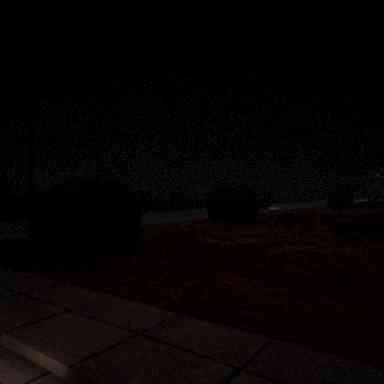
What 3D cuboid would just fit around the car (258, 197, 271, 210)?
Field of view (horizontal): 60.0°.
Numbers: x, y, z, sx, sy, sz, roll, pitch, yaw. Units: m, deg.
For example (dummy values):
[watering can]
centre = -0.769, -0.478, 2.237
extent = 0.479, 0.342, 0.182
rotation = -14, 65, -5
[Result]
[car]
centre = 8.569, 1.476, 43.362
extent = 1.837, 1.490, 4.892
rotation = 0, 0, 38
